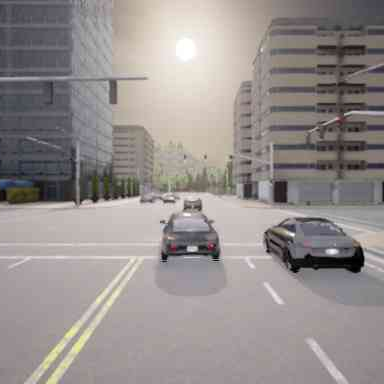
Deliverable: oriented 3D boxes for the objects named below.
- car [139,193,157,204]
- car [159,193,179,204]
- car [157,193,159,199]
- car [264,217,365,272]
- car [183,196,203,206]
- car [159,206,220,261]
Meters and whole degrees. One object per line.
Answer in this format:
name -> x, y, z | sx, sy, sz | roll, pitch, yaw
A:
car -> -7.073, 1.078, 52.406 | 1.812, 1.442, 4.674 | 0, 1, 0
car -> -3.574, 1.098, 52.641 | 2.033, 1.411, 5.357 | 0, 1, 0
car -> -7.005, 0.945, 68.059 | 1.812, 1.442, 4.674 | 0, 1, 0
car -> 3.588, 1.474, 10.506 | 1.994, 1.385, 4.181 | 0, 1, 0
car -> 0.098, 1.192, 34.990 | 2.128, 1.511, 4.902 | 0, 0, 0
car -> -0.156, 1.425, 11.734 | 1.812, 1.442, 4.674 | 0, 0, -4
